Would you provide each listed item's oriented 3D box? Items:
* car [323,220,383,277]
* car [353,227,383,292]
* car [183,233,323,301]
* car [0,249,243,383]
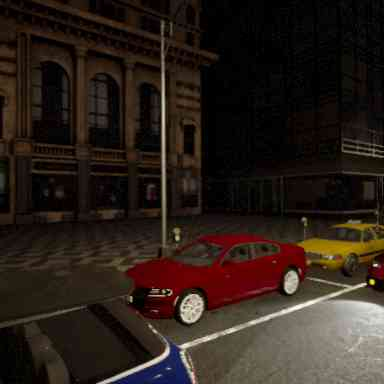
[{"bbox_3d":[5.044,1.596,10.550,4.829,1.417,1.752,0,0,-37],"label":"car"},{"bbox_3d":[5.855,1.584,7.720,4.181,1.385,1.994,0,-1,-37],"label":"car"},{"bbox_3d":[0.670,1.641,7.291,4.507,1.381,1.887,0,-1,-37],"label":"car"},{"bbox_3d":[-2.113,1.418,1.794,4.553,1.767,2.097,0,-1,-37],"label":"car"}]
